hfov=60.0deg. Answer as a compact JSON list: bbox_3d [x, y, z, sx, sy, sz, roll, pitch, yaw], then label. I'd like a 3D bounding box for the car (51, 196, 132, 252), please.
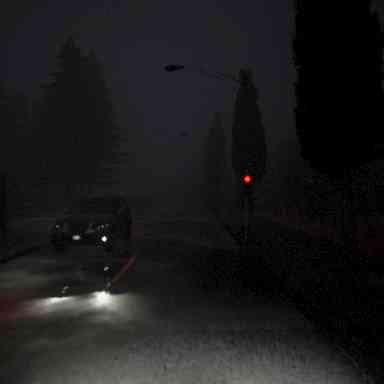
[{"bbox_3d":[-3.999,1.219,14.282,2.150,2.045,5.566,0,0,0],"label":"car"}]
